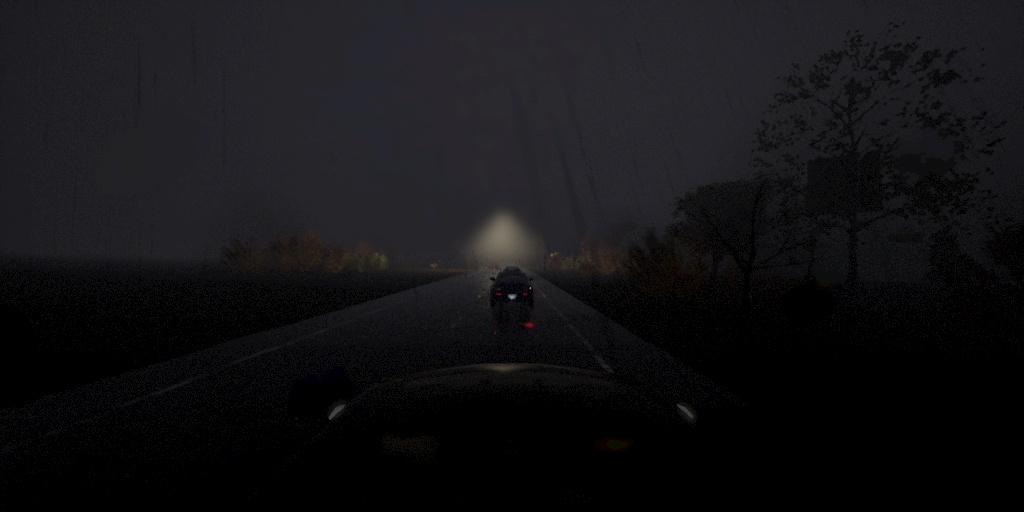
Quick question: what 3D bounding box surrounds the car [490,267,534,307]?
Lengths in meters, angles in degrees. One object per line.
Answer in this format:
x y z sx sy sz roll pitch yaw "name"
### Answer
0.006 1.414 16.235 1.812 1.442 4.674 0 0 0 "car"
